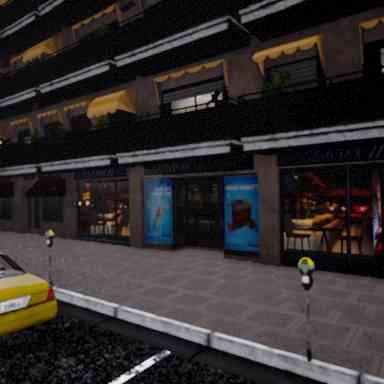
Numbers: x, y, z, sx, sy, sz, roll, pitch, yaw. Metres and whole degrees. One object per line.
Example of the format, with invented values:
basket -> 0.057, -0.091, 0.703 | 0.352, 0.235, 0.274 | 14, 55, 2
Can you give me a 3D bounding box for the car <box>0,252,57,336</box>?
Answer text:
car -> -4.395, 1.559, 6.014 | 4.829, 1.417, 1.752 | 0, -1, 35
